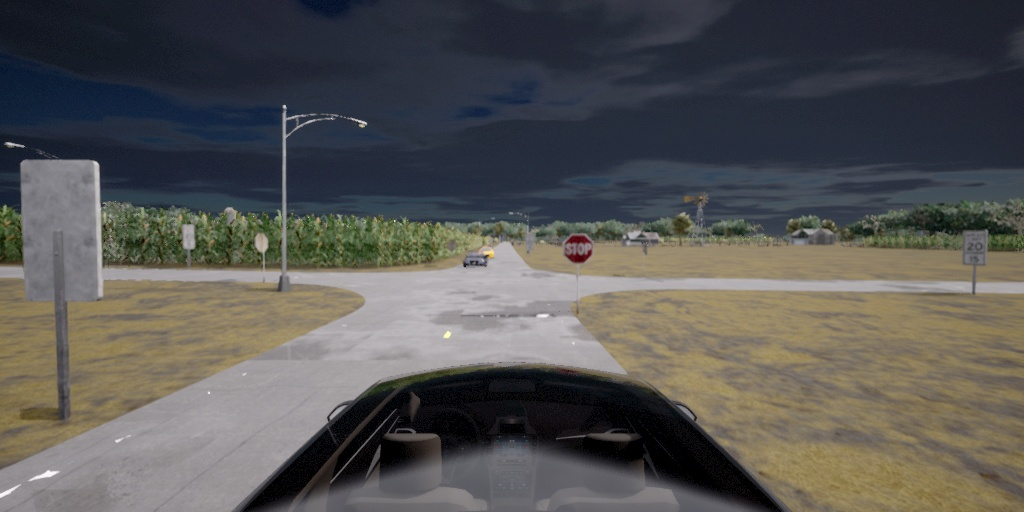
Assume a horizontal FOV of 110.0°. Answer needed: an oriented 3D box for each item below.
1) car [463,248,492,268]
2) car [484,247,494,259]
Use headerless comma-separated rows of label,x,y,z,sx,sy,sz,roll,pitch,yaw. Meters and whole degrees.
car,-3.116,0.300,31.358,1.994,1.385,4.181,0,3,-1
car,-3.307,-0.385,46.536,1.882,1.535,5.008,0,2,-1
